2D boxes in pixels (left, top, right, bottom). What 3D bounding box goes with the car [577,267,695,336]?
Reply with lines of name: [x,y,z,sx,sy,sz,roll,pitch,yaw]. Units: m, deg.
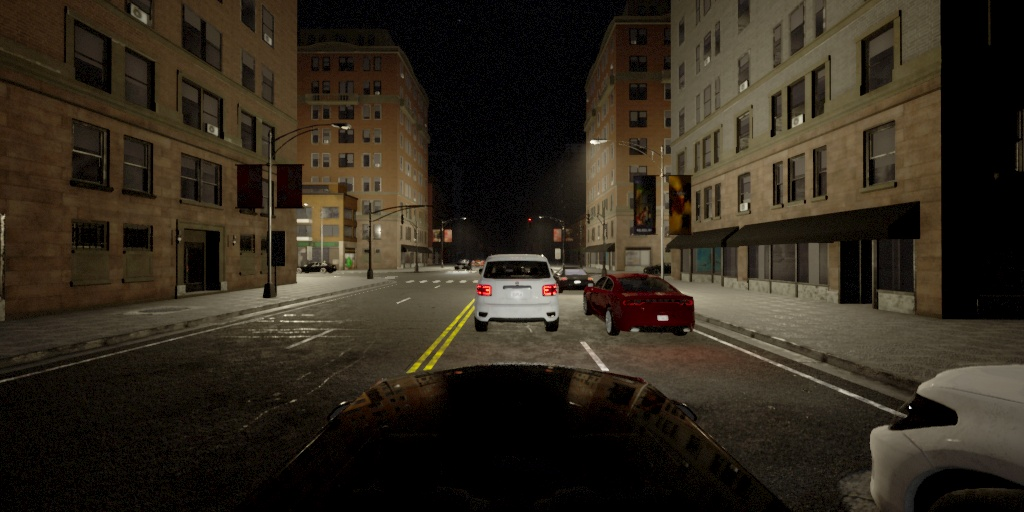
car: [3.369,1.227,10.441,1.882,1.535,5.008,0,0,0]

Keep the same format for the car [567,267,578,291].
car: [3.389,1.313,20.529,1.994,1.385,4.181,0,0,0]

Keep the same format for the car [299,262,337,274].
car: [-22.042,1.325,40.345,4.313,1.339,1.948,0,0,0]

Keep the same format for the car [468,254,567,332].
car: [0.123,0.971,11.009,2.150,2.045,5.566,0,0,0]

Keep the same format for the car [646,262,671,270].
car: [16.111,1.350,37.882,4.181,1.385,1.994,0,0,0]

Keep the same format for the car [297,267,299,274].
car: [-22.101,1.169,32.320,4.097,1.591,1.967,0,0,0]

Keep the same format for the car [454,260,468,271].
car: [-6.495,1.235,48.053,2.128,1.511,4.902,0,0,0]
